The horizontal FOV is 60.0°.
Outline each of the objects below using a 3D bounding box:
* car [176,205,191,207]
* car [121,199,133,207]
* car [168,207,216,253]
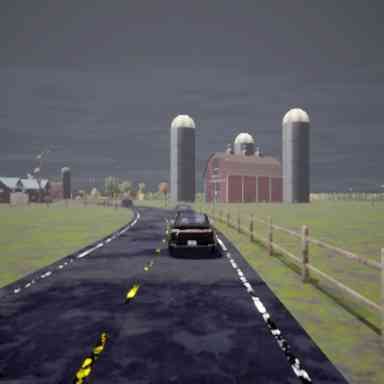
[{"bbox_3d":[-0.769,1.828,29.098,2.033,1.411,5.357,0,-1,-6],"label":"car"},{"bbox_3d":[-13.437,2.221,68.987,1.882,1.535,5.008,0,-1,-21],"label":"car"},{"bbox_3d":[-0.005,1.628,14.296,2.128,1.511,4.902,0,0,0],"label":"car"}]
